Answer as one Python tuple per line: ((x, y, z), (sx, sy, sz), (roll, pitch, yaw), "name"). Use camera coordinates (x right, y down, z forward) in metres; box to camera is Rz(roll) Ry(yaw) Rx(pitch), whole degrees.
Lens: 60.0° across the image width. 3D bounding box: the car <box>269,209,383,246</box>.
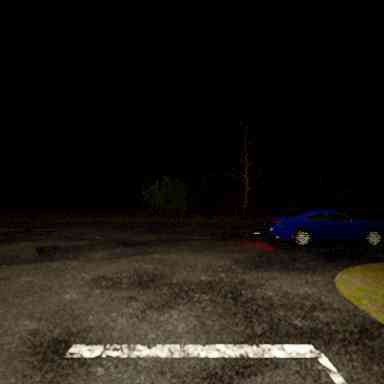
((5.992, 1.511, 14.829), (5.008, 1.535, 1.882), (0, 0, -1), "car")
